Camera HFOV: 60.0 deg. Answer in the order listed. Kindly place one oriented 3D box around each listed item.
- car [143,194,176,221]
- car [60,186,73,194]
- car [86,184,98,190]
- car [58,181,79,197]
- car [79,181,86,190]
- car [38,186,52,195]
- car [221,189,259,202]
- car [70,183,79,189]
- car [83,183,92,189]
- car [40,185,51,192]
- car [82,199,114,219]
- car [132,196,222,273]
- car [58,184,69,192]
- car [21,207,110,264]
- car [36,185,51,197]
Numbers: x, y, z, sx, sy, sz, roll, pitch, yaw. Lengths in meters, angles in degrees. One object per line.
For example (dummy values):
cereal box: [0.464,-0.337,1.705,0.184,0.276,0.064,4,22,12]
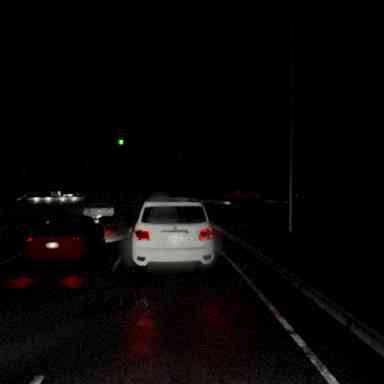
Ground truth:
car: [-2.381,1.001,24.177,2.128,1.511,4.902,0,2,-6]
car: [-22.651,-0.413,59.983,1.994,1.385,4.181,-1,3,-23]
car: [-24.103,-1.254,80.734,2.033,1.411,5.357,-1,2,-24]
car: [-19.021,-0.396,51.287,2.150,2.045,5.566,-1,3,-21]
car: [-27.318,-1.510,79.339,2.150,2.045,5.566,-1,2,-24]
car: [-25.974,-0.381,58.867,2.033,1.411,5.357,-1,3,-23]
car: [6.137,0.389,42.206,5.008,1.535,1.882,1,2,-20]
car: [-31.492,-1.622,88.849,1.994,1.385,4.181,-1,2,-23]
car: [-28.294,-1.640,90.274,1.895,1.301,4.718,-1,2,-23]
car: [-30.123,-0.762,68.370,2.033,1.411,5.357,-1,2,-24]
car: [-6.703,1.148,23.297,1.895,1.301,4.718,-1,3,-20]
car: [-0.638,1.143,10.638,2.150,2.045,5.566,0,1,-5]
car: [-26.841,-0.877,69.597,1.882,1.535,5.008,-1,2,-24]
car: [-4.280,1.475,11.634,1.994,1.385,4.181,0,1,-7]
car: [-22.190,-0.077,49.801,1.882,1.535,5.008,-1,3,-22]
